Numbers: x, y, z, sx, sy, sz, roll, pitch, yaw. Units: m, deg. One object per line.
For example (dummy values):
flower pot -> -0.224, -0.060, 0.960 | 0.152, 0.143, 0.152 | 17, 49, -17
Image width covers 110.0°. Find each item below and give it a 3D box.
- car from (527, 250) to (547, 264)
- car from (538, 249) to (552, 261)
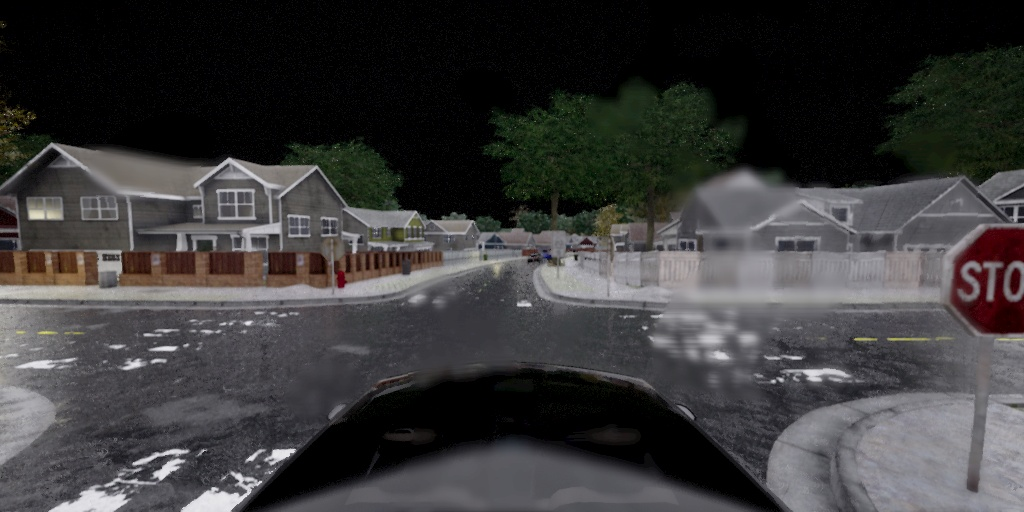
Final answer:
car -> 3.428, 0.290, 51.824 | 1.837, 1.490, 4.892 | 1, 1, 12
car -> 5.661, -0.200, 61.929 | 2.150, 2.045, 5.566 | 1, 1, 15
